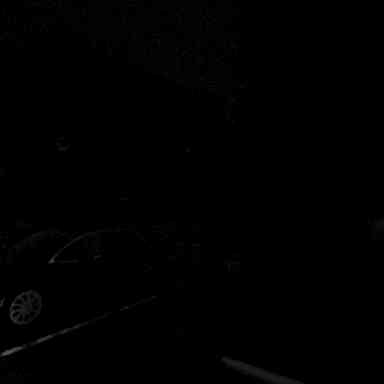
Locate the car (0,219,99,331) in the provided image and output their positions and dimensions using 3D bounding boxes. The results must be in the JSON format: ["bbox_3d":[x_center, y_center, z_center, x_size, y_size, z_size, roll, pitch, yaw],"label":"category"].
[{"bbox_3d":[-2.528,1.454,7.080,2.231,1.521,4.892,0,0,35],"label":"car"}]

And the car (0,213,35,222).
[{"bbox_3d":[-4.798,1.310,8.653,2.185,1.767,4.553,0,0,35],"label":"car"}]

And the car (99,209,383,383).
[{"bbox_3d":[1.974,1.226,3.896,2.435,2.045,5.566,0,0,35],"label":"car"}]
